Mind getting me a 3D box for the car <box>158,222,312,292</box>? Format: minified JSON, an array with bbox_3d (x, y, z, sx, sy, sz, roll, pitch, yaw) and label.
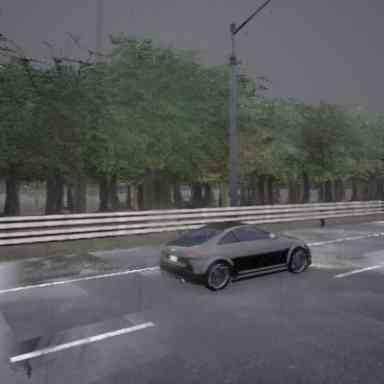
[{"bbox_3d":[1.226,1.495,8.823,4.181,1.385,1.994,-1,1,-34],"label":"car"}]
